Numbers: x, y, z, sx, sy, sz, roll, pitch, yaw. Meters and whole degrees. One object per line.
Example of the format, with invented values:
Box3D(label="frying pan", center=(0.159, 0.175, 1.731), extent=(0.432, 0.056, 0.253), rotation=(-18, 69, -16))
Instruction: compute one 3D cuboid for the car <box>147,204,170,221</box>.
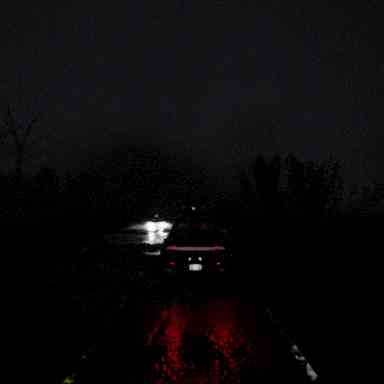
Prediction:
Box3D(label="car", center=(-3.064, 1.846, 31.251), extent=(2.128, 1.511, 4.902), rotation=(0, -1, 0))

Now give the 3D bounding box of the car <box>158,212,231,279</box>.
Box3D(label="car", center=(0.095, 1.614, 10.396), extent=(2.128, 1.511, 4.902), rotation=(0, -1, 0))

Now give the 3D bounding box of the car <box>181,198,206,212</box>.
Box3D(label="car", center=(0.131, 1.577, 31.416), extent=(2.150, 2.045, 5.566), rotation=(0, -1, 0))
